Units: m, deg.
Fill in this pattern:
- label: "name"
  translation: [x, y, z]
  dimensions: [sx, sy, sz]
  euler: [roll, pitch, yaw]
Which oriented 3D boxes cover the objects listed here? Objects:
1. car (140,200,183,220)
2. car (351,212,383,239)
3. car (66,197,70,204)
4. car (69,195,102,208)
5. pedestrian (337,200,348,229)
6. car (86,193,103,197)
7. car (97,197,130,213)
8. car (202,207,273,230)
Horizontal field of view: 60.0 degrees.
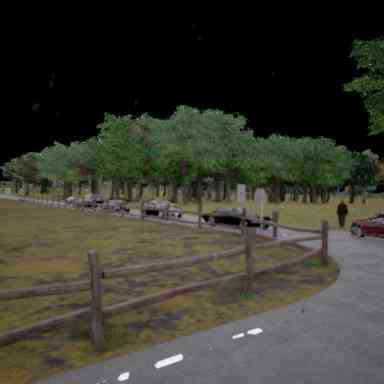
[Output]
- label: "car"
  translation: [-2.612, 1.467, 28.061]
  dimensions: [2.128, 1.511, 4.902]
  euler: [2, -1, -35]
- label: "car"
  translation: [9.069, 1.537, 14.678]
  dimensions: [1.812, 1.442, 4.674]
  euler: [2, -1, -9]
- label: "car"
  translation: [-21.447, 1.533, 59.667]
  dimensions: [1.812, 1.442, 4.674]
  euler: [2, -1, -34]
- label: "car"
  translation: [-14.288, 1.515, 44.567]
  dimensions: [2.033, 1.411, 5.357]
  euler: [2, -1, -35]
- label: "pedestrian"
  translation: [9.568, 1.382, 21.231]
  dimensions: [0.375, 1.860, 0.375]
  euler: [2, -1, -35]
- label: "car"
  translation: [-15.250, 1.253, 50.962]
  dimensions: [2.150, 2.045, 5.566]
  euler: [2, -1, -36]
- label: "car"
  translation: [-8.303, 1.536, 36.077]
  dimensions: [1.994, 1.385, 4.181]
  euler: [2, -1, -36]
- label: "car"
  translation: [2.756, 1.580, 20.495]
  dimensions: [1.895, 1.301, 4.718]
  euler: [2, -1, -35]
